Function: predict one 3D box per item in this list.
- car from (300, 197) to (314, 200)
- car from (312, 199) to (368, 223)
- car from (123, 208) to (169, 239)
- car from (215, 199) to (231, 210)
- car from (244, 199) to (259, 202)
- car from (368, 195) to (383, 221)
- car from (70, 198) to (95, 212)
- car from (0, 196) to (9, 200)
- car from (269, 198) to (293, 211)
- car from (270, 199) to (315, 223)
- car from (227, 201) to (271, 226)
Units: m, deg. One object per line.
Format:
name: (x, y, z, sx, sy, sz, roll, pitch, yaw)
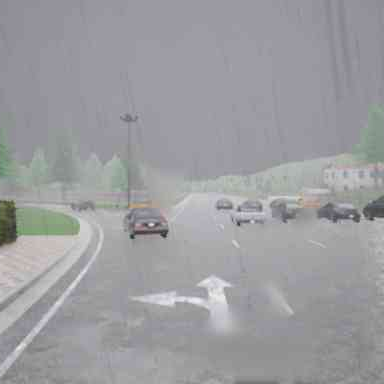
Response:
car: (14.487, 1.404, 42.290, 1.882, 1.535, 5.008, 0, 0, 1)
car: (10.818, 1.478, 24.817, 1.812, 1.442, 4.674, 0, 0, 0)
car: (-2.530, 1.535, 17.487, 2.033, 1.411, 5.357, 0, 0, -16)
car: (3.980, 1.514, 41.543, 1.994, 1.385, 4.181, 0, 0, 1)
car: (7.480, 1.507, 41.415, 1.994, 1.385, 4.181, 0, 0, 0)
car: (14.319, 1.167, 23.351, 2.150, 2.045, 5.566, 0, 0, 1)
car: (-12.584, 1.494, 38.253, 1.837, 1.490, 4.892, 0, 0, -34)
car: (-38.431, 1.565, 66.723, 4.181, 1.385, 1.994, 0, 0, 41)
car: (10.978, 1.499, 41.346, 1.994, 1.385, 4.181, 0, 0, 1)
car: (7.319, 1.485, 25.003, 1.812, 1.442, 4.674, 0, 0, 0)
car: (3.817, 1.570, 23.074, 1.895, 1.301, 4.718, 0, 0, 1)
